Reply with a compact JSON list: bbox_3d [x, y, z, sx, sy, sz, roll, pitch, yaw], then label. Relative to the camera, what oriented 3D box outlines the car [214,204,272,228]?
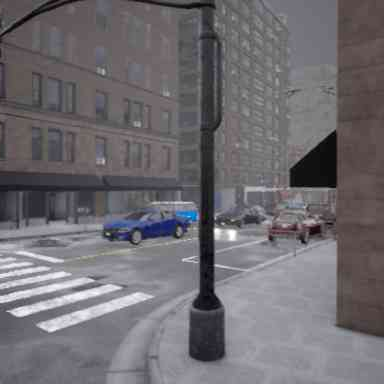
[{"bbox_3d":[3.696,1.811,24.820,2.033,1.411,5.357,0,0,36],"label":"car"}]

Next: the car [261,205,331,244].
[{"bbox_3d":[5.524,1.685,17.319,1.967,1.590,4.097,-1,-1,37],"label":"car"}]

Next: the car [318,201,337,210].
[{"bbox_3d":[21.888,2.144,53.564,1.752,1.417,4.829,-1,-1,37],"label":"car"}]

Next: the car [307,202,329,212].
[{"bbox_3d":[18.661,2.127,49.231,1.947,1.339,4.313,-1,-1,37],"label":"car"}]

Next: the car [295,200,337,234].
[{"bbox_3d":[8.852,1.622,21.790,2.192,1.841,5.009,-1,-1,37],"label":"car"}]

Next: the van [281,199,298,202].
[{"bbox_3d":[12.004,1.781,40.295,1.690,1.788,3.998,-1,-1,37],"label":"van"}]

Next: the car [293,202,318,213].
[{"bbox_3d":[15.231,2.024,44.625,1.752,1.417,4.829,-1,-1,37],"label":"car"}]

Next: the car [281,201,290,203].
[{"bbox_3d":[8.677,1.945,35.823,1.947,1.339,4.313,-1,-1,37],"label":"car"}]

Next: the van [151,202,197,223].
[{"bbox_3d":[-1.308,1.534,22.418,1.690,1.788,3.998,-1,-1,37],"label":"van"}]

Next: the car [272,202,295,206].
[{"bbox_3d":[9.779,1.978,32.972,1.895,1.301,4.718,0,0,37],"label":"car"}]

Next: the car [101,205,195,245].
[{"bbox_3d":[-2.254,1.630,16.825,1.882,1.535,5.008,0,0,37],"label":"car"}]

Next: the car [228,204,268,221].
[{"bbox_3d":[5.348,1.868,31.354,2.008,1.369,4.403,-1,-1,37],"label":"car"}]
